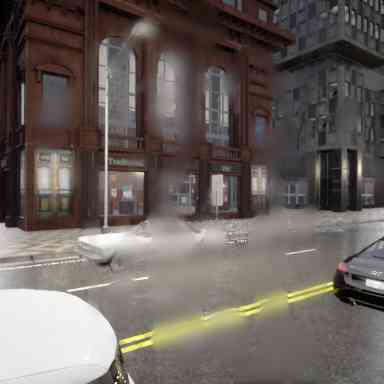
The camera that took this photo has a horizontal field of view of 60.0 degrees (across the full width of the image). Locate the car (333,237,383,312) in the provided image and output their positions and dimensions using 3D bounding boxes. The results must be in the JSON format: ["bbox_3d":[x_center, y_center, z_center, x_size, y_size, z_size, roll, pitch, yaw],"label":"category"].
[{"bbox_3d":[4.811,1.562,6.888,4.181,1.385,1.994,0,0,-35],"label":"car"}]

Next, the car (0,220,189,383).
[{"bbox_3d":[-2.926,1.221,1.348,5.566,2.045,2.150,0,0,-36],"label":"car"}]

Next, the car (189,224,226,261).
[{"bbox_3d":[-1.239,1.600,10.792,4.718,1.301,1.895,0,0,-36],"label":"car"}]
